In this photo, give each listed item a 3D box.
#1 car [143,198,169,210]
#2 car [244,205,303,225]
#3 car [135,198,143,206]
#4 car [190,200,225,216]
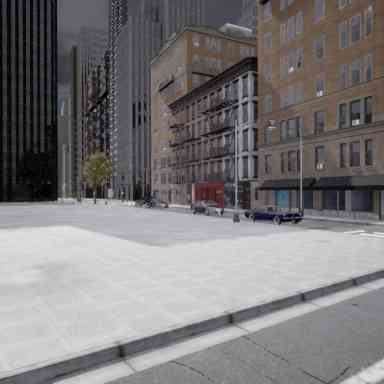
[{"bbox_3d":[-4.846,1.714,47.016,2.128,1.511,4.902,0,0,-26],"label":"car"},{"bbox_3d":[6.019,1.687,24.957,1.895,1.301,4.718,0,0,-26],"label":"car"},{"bbox_3d":[-9.233,1.817,61.942,1.837,1.490,4.892,0,0,-27],"label":"car"},{"bbox_3d":[1.504,1.631,34.099,2.128,1.511,4.902,0,0,-26],"label":"car"}]
